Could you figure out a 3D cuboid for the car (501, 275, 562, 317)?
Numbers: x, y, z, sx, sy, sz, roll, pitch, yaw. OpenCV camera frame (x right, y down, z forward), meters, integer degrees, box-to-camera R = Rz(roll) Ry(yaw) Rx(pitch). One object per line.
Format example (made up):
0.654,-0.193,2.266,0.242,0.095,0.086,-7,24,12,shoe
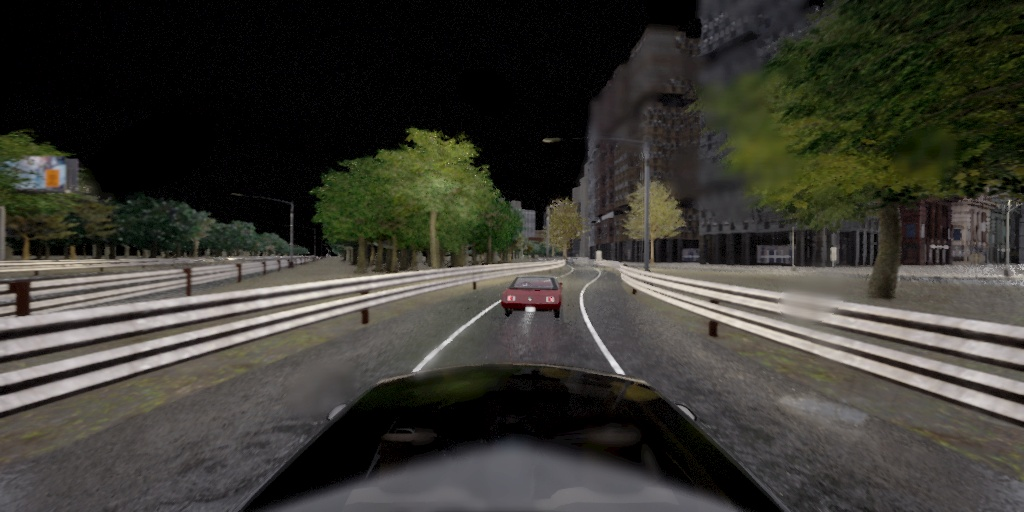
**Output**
0.906,1.356,13.257,1.895,1.301,4.718,0,0,9,car
